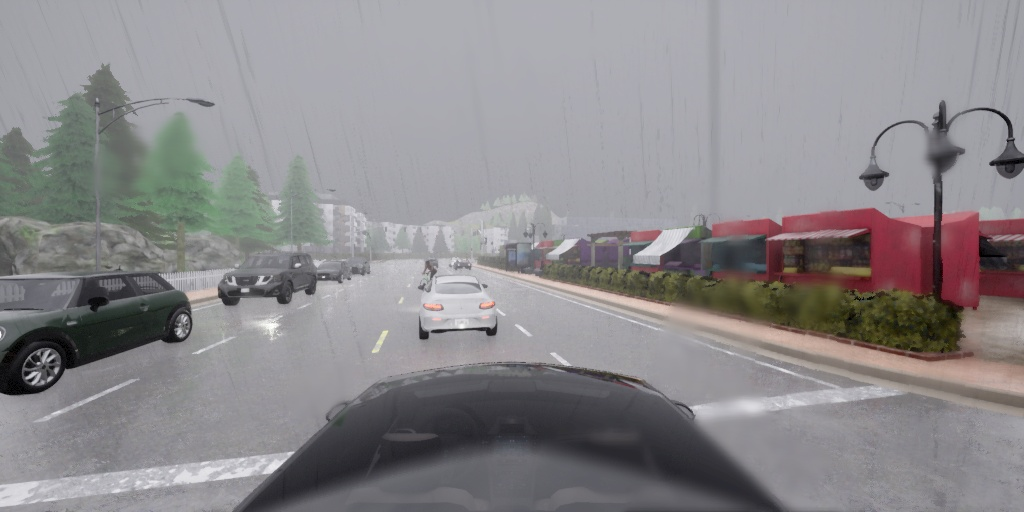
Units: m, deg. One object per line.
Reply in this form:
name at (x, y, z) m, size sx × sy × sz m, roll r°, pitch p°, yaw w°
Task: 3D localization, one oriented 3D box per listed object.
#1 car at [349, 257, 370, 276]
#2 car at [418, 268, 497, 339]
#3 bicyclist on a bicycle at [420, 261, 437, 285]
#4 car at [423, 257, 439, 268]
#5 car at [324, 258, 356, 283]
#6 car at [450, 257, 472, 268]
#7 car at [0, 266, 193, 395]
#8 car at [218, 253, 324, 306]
car at (-14.558, 0.876, 33.318) m, size 2.097 × 1.767 × 4.553 m, roll 0°, pitch 0°, yaw -13°
car at (-1.581, 1.225, 9.874) m, size 1.812 × 1.442 × 4.674 m, roll 0°, pitch 0°, yaw -13°
bicyclist on a bicycle at (-4.524, 1.079, 19.691) m, size 0.582 × 1.620 × 1.656 m, roll 0°, pitch 1°, yaw 24°
car at (-11.418, 0.901, 50.815) m, size 1.837 × 1.490 × 4.892 m, roll 0°, pitch 0°, yaw -13°
car at (-12.648, 1.088, 25.341) m, size 1.837 × 1.490 × 4.892 m, roll 0°, pitch 0°, yaw -13°
car at (-6.107, 1.049, 43.814) m, size 1.895 × 1.301 × 4.718 m, roll 0°, pitch 0°, yaw -14°
car at (-8.083, 1.076, 6.304) m, size 2.097 × 1.767 × 4.553 m, roll 0°, pitch 0°, yaw -13°
car at (-10.332, 0.876, 15.725) m, size 2.150 × 2.045 × 5.566 m, roll 0°, pitch 0°, yaw -14°
